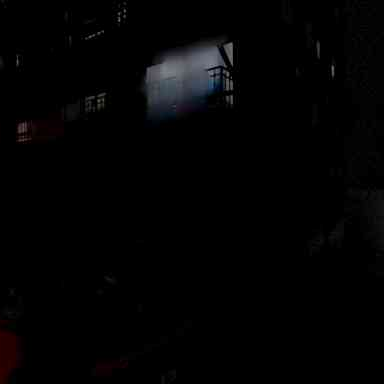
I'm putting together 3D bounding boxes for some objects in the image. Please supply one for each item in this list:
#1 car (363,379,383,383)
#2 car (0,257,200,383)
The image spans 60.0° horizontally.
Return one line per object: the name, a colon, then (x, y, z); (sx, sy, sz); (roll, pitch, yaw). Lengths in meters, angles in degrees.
car: (2.569, 1.566, 1.047); (4.313, 1.339, 1.947); (0, 0, 35)
car: (-2.023, 1.544, 4.316); (4.507, 1.381, 1.887); (0, 0, 35)
